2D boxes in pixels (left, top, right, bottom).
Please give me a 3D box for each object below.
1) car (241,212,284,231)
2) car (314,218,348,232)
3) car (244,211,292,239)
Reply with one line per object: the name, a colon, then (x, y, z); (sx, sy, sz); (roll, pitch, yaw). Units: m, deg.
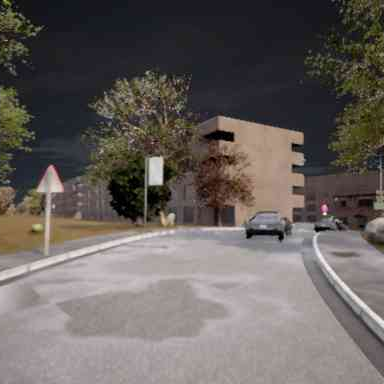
car: (6.154, 2.569, 28.644); (1.812, 1.442, 4.674); (-3, -8, 36)
car: (13.440, 3.210, 32.015); (1.994, 1.385, 4.181); (-4, -8, 43)
car: (4.263, 1.743, 18.178); (1.994, 1.385, 4.181); (-1, -3, 22)
